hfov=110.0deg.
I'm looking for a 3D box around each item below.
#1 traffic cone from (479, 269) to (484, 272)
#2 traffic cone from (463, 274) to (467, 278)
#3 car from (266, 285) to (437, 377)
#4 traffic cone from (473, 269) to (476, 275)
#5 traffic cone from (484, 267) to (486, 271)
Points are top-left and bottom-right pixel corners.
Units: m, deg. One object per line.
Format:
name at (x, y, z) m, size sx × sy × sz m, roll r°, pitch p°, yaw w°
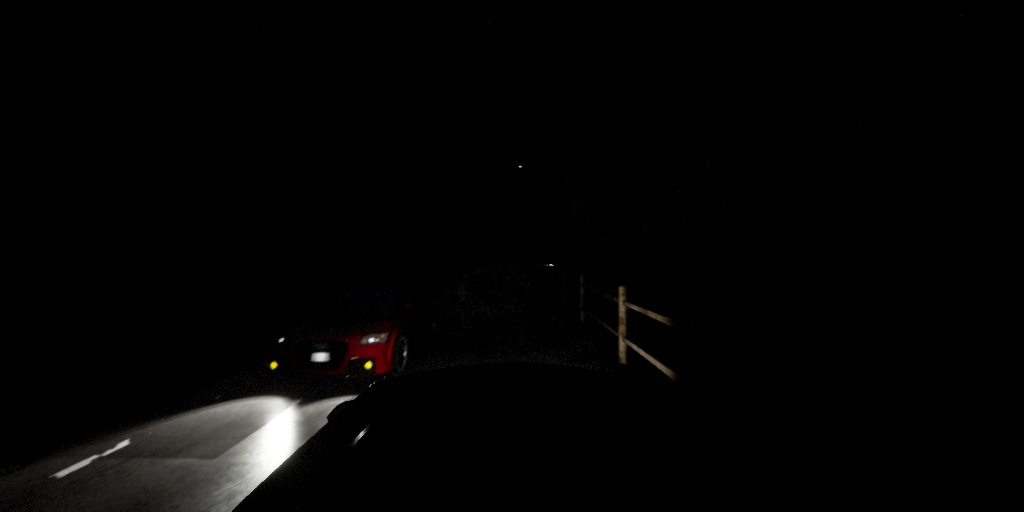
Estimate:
traffic cone at (-3.867, 1.696, 43.459) m, size 0.340 × 0.580 × 0.340 m, roll 0°, pitch 0°, yaw 0°
traffic cone at (-4.253, 1.540, 32.542) m, size 0.340 × 0.580 × 0.340 m, roll 0°, pitch 0°, yaw 0°
car at (-2.852, 1.315, 7.326) m, size 1.994 × 1.385 × 4.181 m, roll 0°, pitch 0°, yaw 0°
traffic cone at (-4.005, 1.705, 38.487) m, size 0.340 × 0.580 × 0.340 m, roll 0°, pitch 0°, yaw -1°
traffic cone at (-3.693, 1.685, 48.640) m, size 0.340 × 0.580 × 0.340 m, roll 0°, pitch 0°, yaw 4°
